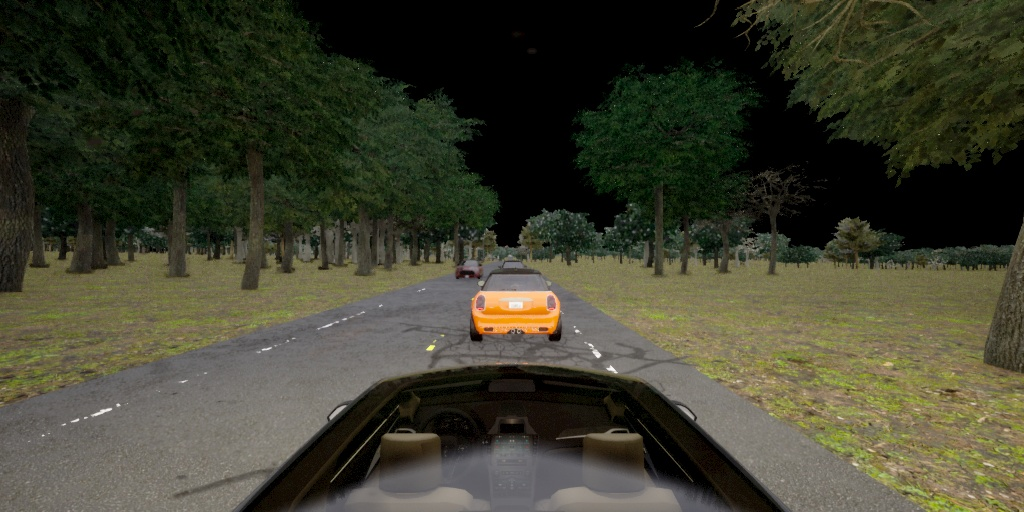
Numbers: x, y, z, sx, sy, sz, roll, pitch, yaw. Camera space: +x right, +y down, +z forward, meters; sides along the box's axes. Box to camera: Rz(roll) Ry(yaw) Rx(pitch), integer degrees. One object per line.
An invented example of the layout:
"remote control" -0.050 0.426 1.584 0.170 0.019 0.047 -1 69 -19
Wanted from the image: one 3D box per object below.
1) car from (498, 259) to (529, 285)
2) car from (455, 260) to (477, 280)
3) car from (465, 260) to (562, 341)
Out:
"car" 0.043 1.103 26.753 2.097 1.767 4.553 0 0 -1
"car" -3.672 1.105 31.473 2.097 1.767 4.553 0 0 0
"car" 0.082 1.102 10.016 2.097 1.767 4.553 0 0 0
